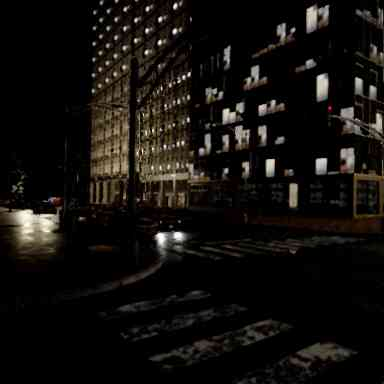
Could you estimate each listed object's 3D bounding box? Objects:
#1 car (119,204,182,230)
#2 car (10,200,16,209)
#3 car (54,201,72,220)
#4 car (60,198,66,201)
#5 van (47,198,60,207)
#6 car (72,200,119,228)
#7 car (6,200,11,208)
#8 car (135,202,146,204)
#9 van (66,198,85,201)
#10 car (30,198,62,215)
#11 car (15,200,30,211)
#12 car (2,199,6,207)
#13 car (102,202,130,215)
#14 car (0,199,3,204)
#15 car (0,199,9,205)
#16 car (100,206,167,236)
[{"bbox_3d":[-2.776,1.732,22.381,2.033,1.411,5.357,1,-1,-35],"label":"car"},{"bbox_3d":[-26.165,2.031,51.173,1.947,1.339,4.313,1,-1,-35],"label":"car"},{"bbox_3d":[-9.801,1.728,27.734,1.752,1.417,4.829,1,-1,-35],"label":"car"},{"bbox_3d":[-25.800,2.064,65.292,2.192,1.841,5.009,1,-1,-35],"label":"car"},{"bbox_3d":[-29.053,2.142,69.952,1.690,1.788,3.998,1,-1,-35],"label":"van"},{"bbox_3d":[-6.645,1.593,23.215,1.967,1.590,4.097,1,-1,-35],"label":"car"},{"bbox_3d":[-29.418,2.062,55.834,1.887,1.381,4.507,1,-1,-35],"label":"car"},{"bbox_3d":[-6.281,1.876,37.330,1.967,1.590,4.097,1,-1,-35],"label":"car"},{"bbox_3d":[-19.293,1.986,55.971,1.690,1.788,3.998,1,-1,-35],"label":"van"},{"bbox_3d":[-16.405,1.749,37.195,1.967,1.590,4.097,1,-1,-35],"label":"car"},{"bbox_3d":[-22.912,1.964,46.513,2.008,1.369,4.403,1,-1,-35],"label":"car"},{"bbox_3d":[-32.673,2.121,60.494,2.008,1.369,4.403,1,-1,-35],"label":"car"},{"bbox_3d":[-9.631,2.015,42.128,1.752,1.417,4.829,1,-1,-35],"label":"car"},{"bbox_3d":[-35.926,2.204,65.154,1.802,1.307,4.206,1,-1,-35],"label":"car"},{"bbox_3d":[-42.432,2.277,74.474,2.008,1.369,4.403,1,-1,-35],"label":"car"},{"bbox_3d":[-3.392,1.682,18.552,1.802,1.307,4.206,1,-1,-35],"label":"car"}]
